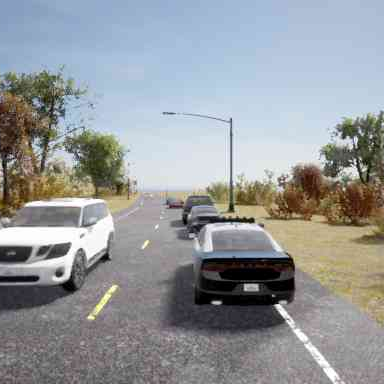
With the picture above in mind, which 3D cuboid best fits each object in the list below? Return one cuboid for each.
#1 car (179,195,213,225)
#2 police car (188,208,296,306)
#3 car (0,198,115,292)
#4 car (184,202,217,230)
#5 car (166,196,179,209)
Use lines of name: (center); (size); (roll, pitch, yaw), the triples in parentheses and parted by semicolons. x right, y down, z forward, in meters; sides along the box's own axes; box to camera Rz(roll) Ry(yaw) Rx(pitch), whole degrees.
car: (0.389, 1.213, 24.252); (2.150, 2.045, 5.566); (0, 0, -3)
police car: (0.961, 1.424, 8.253); (1.930, 1.638, 5.238); (0, 0, -1)
car: (-3.659, 1.220, 9.294); (2.150, 2.045, 5.566); (0, 0, -1)
car: (0.668, 1.500, 18.194); (1.837, 1.490, 4.892); (0, 0, -2)
car: (-2.163, 1.543, 45.509); (1.994, 1.385, 4.181); (0, 0, -4)
